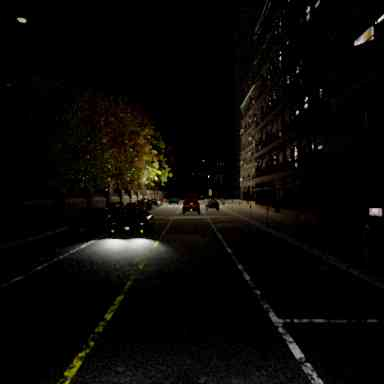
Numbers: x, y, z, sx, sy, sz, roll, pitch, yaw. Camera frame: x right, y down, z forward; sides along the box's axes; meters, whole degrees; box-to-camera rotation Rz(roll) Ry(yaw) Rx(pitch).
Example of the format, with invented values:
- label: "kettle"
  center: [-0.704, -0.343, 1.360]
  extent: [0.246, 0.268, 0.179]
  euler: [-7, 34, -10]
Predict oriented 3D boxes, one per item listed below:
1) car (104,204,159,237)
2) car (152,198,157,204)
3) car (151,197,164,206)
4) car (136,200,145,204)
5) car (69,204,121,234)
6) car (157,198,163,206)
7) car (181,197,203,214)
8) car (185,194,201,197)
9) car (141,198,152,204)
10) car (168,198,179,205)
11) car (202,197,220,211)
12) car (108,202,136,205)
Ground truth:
- label: "car"
  center: [-3.178, 1.601, 18.242]
  extent: [1.994, 1.385, 4.181]
  euler: [0, 0, 0]
- label: "car"
  center: [-5.864, 1.531, 41.829]
  extent: [1.967, 1.590, 4.097]
  euler: [0, 0, 0]
- label: "car"
  center: [-6.064, 1.678, 58.444]
  extent: [1.887, 1.381, 4.507]
  euler: [0, 0, 0]
- label: "car"
  center: [-5.818, 1.646, 30.751]
  extent: [1.802, 1.307, 4.206]
  euler: [0, 0, 0]
- label: "car"
  center: [-5.771, 1.606, 19.674]
  extent: [1.947, 1.339, 4.313]
  euler: [0, 0, 0]
- label: "car"
  center: [-5.989, 1.669, 52.904]
  extent: [2.008, 1.369, 4.403]
  euler: [0, 0, 0]
- label: "car"
  center: [-0.067, 1.582, 36.335]
  extent: [1.837, 1.490, 4.892]
  euler: [0, 0, 0]
- label: "car"
  center: [-0.134, 1.325, 47.028]
  extent: [2.150, 2.045, 5.566]
  euler: [0, 0, 1]
- label: "car"
  center: [-5.840, 1.602, 36.120]
  extent: [1.752, 1.417, 4.829]
  euler: [0, 0, 0]
- label: "car"
  center: [-3.309, 1.739, 60.295]
  extent: [1.895, 1.301, 4.718]
  euler: [0, 0, 0]
- label: "car"
  center: [2.515, 1.641, 41.866]
  extent: [2.008, 1.369, 4.403]
  euler: [0, 0, 0]
- label: "car"
  center: [-5.794, 1.492, 25.213]
  extent: [1.967, 1.590, 4.097]
  euler: [0, 0, 0]
